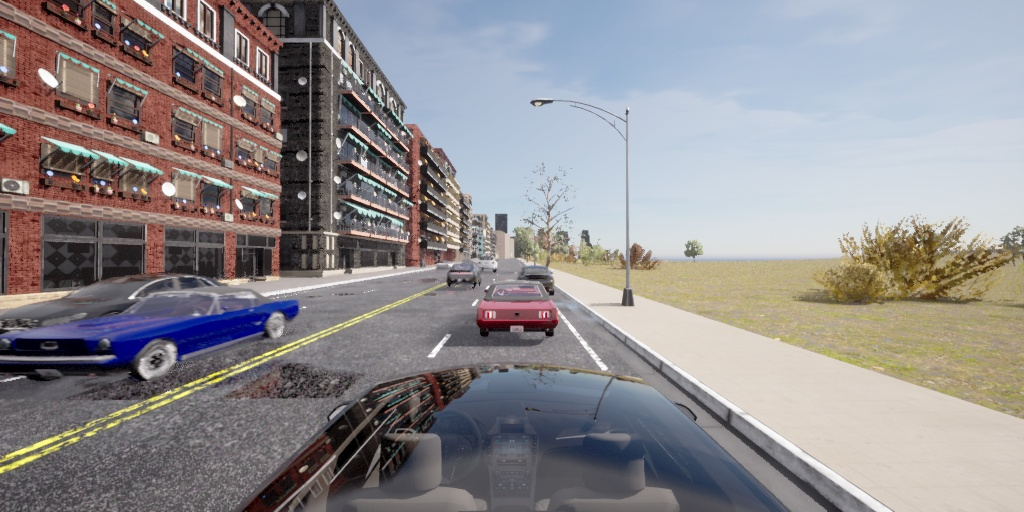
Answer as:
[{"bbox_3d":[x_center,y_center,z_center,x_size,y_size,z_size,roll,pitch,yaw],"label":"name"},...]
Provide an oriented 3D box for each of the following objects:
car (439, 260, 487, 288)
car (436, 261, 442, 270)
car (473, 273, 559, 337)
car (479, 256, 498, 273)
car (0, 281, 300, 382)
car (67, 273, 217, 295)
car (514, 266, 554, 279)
[{"bbox_3d":[-3.066,1.242,23.630,2.128,1.511,4.902,0,0,0],"label":"car"},{"bbox_3d":[-9.651,1.351,51.696,1.895,1.301,4.718,0,0,0],"label":"car"},{"bbox_3d":[0.131,1.352,10.277,1.895,1.301,4.718,0,0,0],"label":"car"},{"bbox_3d":[-2.981,0.970,44.405,2.150,2.045,5.566,0,0,0],"label":"car"},{"bbox_3d":[-6.581,1.352,7.306,1.895,1.301,4.718,0,0,0],"label":"car"},{"bbox_3d":[-9.823,1.256,9.515,1.837,1.490,4.892,0,0,0],"label":"car"},{"bbox_3d":[1.205,1.257,19.478,1.837,1.490,4.892,0,0,0],"label":"car"}]
